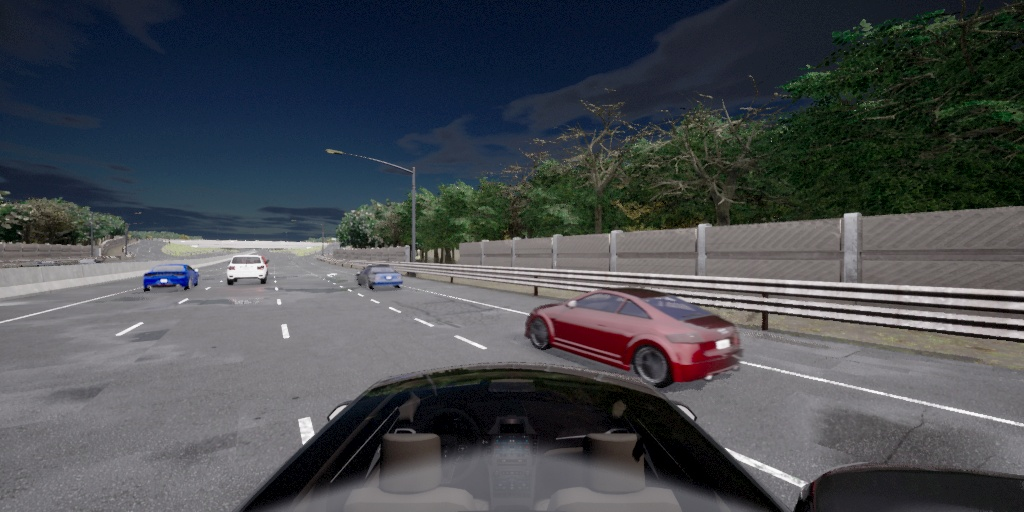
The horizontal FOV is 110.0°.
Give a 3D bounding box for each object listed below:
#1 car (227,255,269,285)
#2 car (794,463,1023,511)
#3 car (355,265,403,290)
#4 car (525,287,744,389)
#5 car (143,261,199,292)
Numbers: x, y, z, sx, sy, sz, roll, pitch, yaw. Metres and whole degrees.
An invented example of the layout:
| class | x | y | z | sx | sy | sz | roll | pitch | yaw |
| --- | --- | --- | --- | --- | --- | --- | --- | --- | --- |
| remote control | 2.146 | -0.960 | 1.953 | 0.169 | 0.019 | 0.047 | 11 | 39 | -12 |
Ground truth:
| class | x | y | z | sx | sy | sz | roll | pitch | yaw |
| --- | --- | --- | --- | --- | --- | --- | --- | --- | --- |
| car | -19.278 | 0.957 | 26.233 | 2.150 | 2.045 | 5.566 | 0 | 0 | -34 |
| car | 2.985 | 1.315 | 0.487 | 4.181 | 1.385 | 1.994 | 0 | 0 | 34 |
| car | -8.527 | 1.291 | 22.783 | 2.033 | 1.411 | 5.357 | 0 | 0 | -34 |
| car | 2.081 | 1.313 | 7.098 | 1.994 | 1.385 | 4.181 | 0 | 0 | -34 |
| car | -20.426 | 1.215 | 21.663 | 1.882 | 1.535 | 5.008 | 0 | 0 | -34 |
